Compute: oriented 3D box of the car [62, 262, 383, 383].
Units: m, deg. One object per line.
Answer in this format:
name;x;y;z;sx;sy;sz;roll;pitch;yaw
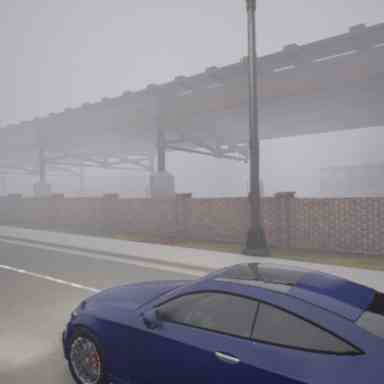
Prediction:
car;0.571;1.528;3.583;4.674;1.442;1.812;0;0;35
